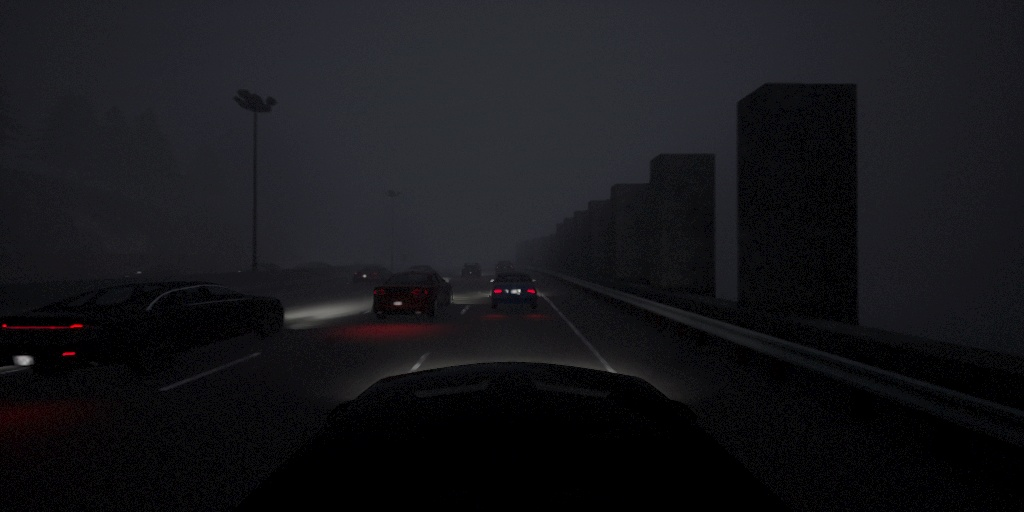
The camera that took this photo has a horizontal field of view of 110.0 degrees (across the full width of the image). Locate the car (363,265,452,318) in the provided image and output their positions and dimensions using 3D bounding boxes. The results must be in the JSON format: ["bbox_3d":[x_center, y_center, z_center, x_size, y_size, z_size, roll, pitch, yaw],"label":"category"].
[{"bbox_3d":[-3.456,1.277,13.239,1.882,1.535,5.008,0,0,-1],"label":"car"}]

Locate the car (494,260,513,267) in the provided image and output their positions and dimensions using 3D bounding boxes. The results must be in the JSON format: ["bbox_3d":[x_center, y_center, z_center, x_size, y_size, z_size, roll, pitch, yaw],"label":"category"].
[{"bbox_3d":[-0.953,1.274,41.486,2.097,1.767,4.553,0,0,-4],"label":"car"}]

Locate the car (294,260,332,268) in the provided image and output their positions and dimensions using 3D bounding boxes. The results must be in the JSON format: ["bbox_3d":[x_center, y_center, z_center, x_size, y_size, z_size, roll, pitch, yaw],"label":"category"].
[{"bbox_3d":[-22.101,1.390,40.418,1.882,1.535,5.008,0,0,-4],"label":"car"}]

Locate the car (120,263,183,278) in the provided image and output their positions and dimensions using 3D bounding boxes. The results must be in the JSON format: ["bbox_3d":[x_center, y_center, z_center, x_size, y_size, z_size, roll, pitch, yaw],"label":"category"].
[{"bbox_3d":[-32.149,1.400,32.164,1.812,1.442,4.674,0,0,-2],"label":"car"}]

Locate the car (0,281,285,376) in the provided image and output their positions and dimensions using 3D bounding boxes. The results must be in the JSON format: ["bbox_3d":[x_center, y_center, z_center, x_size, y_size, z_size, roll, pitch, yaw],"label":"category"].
[{"bbox_3d":[-6.907,1.266,7.496,2.128,1.511,4.902,0,0,0],"label":"car"}]

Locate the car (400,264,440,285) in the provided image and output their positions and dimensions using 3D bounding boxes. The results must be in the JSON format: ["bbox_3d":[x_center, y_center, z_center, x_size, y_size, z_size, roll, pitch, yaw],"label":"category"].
[{"bbox_3d":[-7.301,1.414,29.020,2.033,1.411,5.357,0,0,-2],"label":"car"}]

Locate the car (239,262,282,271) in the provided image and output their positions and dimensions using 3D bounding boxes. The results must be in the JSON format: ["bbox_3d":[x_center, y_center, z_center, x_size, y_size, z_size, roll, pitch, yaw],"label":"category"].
[{"bbox_3d":[-25.378,1.399,36.334,1.837,1.490,4.892,0,0,-3],"label":"car"}]

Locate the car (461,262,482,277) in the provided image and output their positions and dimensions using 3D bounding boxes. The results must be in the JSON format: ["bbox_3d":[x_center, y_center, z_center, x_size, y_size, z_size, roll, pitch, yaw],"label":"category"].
[{"bbox_3d":[-4.179,1.395,37.120,2.128,1.511,4.902,0,0,-4],"label":"car"}]

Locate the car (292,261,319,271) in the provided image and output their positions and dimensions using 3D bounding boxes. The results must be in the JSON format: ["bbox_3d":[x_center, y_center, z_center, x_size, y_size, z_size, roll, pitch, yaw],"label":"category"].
[{"bbox_3d":[-30.742,1.530,53.499,1.994,1.385,4.181,0,0,-8],"label":"car"}]

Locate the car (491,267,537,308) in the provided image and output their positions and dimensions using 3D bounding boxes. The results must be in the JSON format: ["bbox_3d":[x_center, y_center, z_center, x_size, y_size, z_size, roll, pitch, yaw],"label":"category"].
[{"bbox_3d":[0.047,1.358,15.601,2.033,1.411,5.357,0,0,-1],"label":"car"}]

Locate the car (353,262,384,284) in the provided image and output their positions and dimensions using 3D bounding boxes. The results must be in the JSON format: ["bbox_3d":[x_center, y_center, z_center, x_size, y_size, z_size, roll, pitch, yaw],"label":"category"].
[{"bbox_3d":[-10.790,1.426,28.072,1.994,1.385,4.181,0,0,-2],"label":"car"}]
